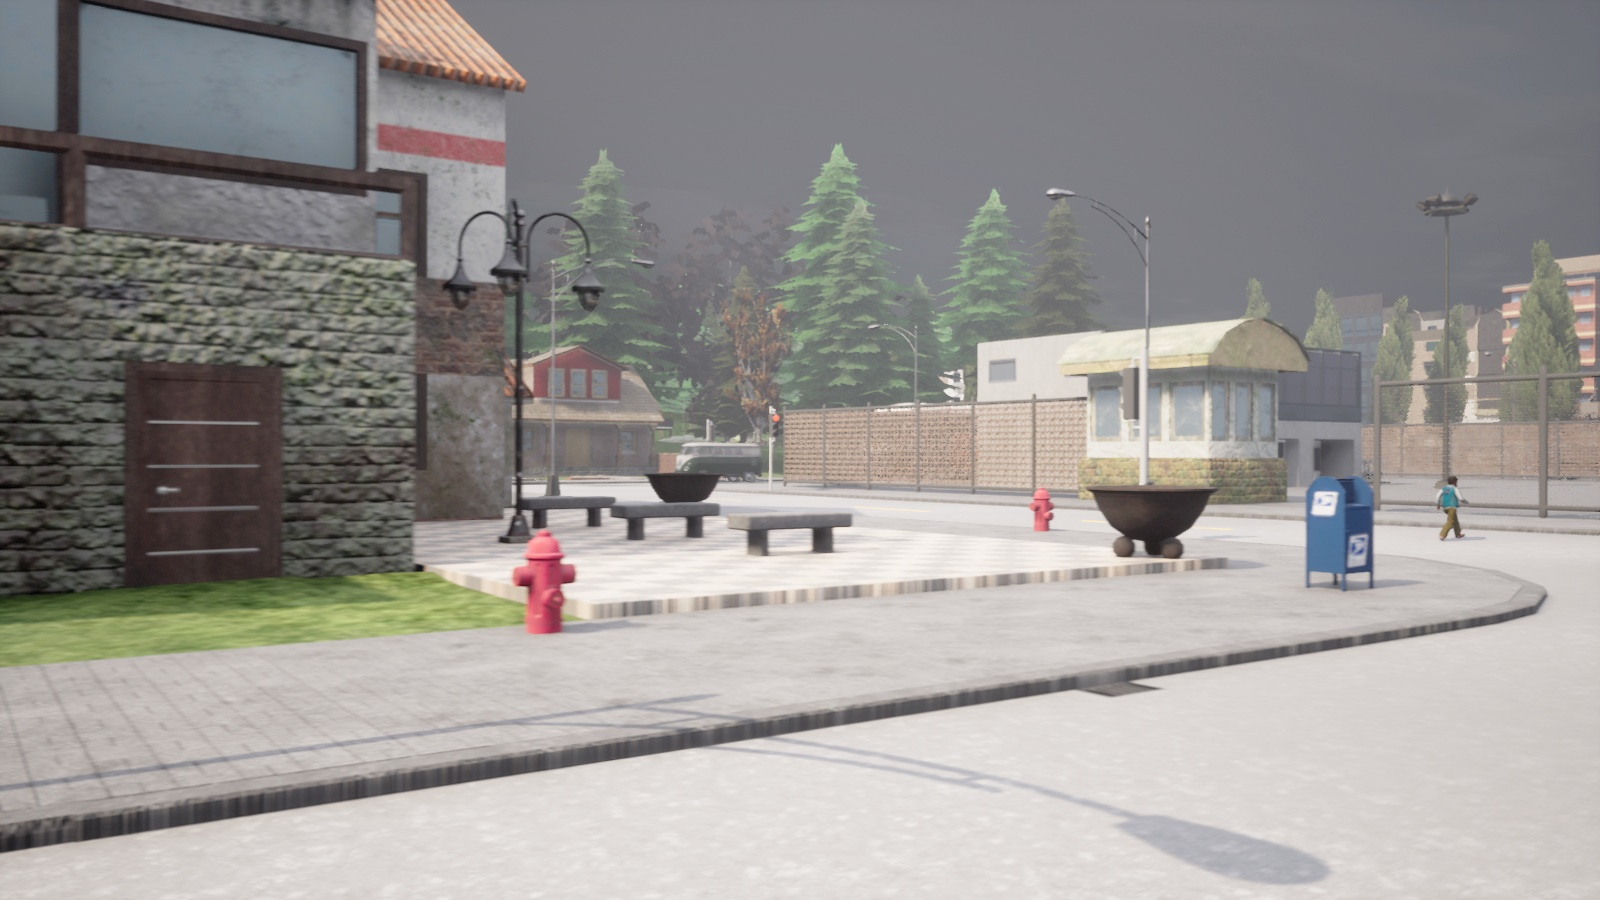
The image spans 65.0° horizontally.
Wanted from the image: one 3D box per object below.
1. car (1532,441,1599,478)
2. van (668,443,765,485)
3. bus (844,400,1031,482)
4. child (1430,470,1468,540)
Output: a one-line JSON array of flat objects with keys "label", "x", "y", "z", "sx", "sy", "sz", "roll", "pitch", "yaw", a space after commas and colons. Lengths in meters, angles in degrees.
[{"label": "car", "x": 44.358, "y": 0.523, "z": 70.203, "sx": 2.150, "sy": 2.045, "sz": 5.566, "roll": 0, "pitch": 0, "yaw": -34}, {"label": "van", "x": -4.057, "y": 0.649, "z": 61.524, "sx": 4.442, "sy": 1.987, "sz": 1.775, "roll": 0, "pitch": 0, "yaw": -35}, {"label": "bus", "x": 7.752, "y": -0.489, "z": 69.750, "sx": 10.273, "sy": 4.253, "sz": 3.944, "roll": 0, "pitch": 0, "yaw": -35}, {"label": "child", "x": 11.121, "y": 0.938, "z": 21.523, "sx": 0.448, "sy": 1.192, "sz": 0.343, "roll": 0, "pitch": 0, "yaw": -16}]
